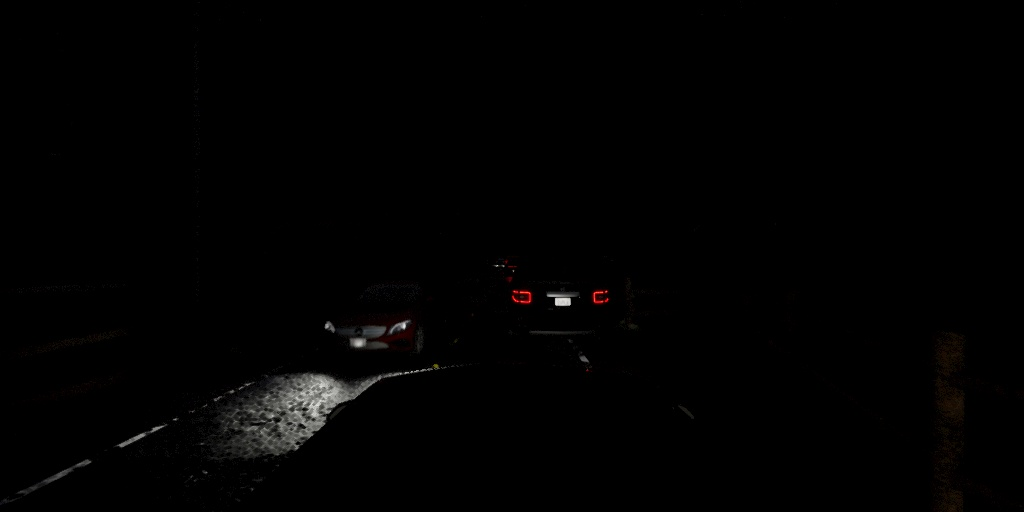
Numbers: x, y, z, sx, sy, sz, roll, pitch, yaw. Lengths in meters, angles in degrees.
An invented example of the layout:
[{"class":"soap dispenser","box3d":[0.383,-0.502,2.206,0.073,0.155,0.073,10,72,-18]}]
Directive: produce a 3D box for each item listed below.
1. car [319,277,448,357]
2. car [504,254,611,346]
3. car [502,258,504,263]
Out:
[{"class":"car","box3d":[-2.733,1.274,8.704,1.812,1.442,4.674,0,0,0]},{"class":"car","box3d":[0.982,0.972,9.567,2.150,2.045,5.566,0,0,0]},{"class":"car","box3d":[0.154,1.260,38.766,1.837,1.490,4.892,0,0,0]}]
